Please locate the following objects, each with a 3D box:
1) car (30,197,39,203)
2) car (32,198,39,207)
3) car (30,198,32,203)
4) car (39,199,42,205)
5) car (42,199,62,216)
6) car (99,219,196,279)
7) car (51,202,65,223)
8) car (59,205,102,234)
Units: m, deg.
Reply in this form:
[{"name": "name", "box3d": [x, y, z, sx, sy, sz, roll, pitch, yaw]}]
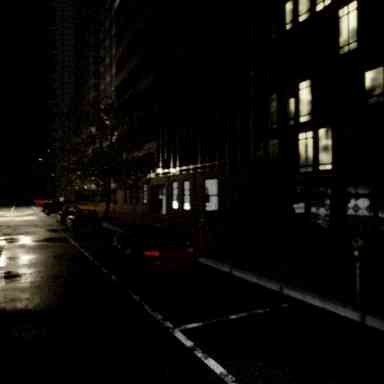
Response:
[{"name": "car", "box3d": [-40.715, 2.079, 85.841, 1.947, 1.339, 4.313, 0, 0, -27]}, {"name": "car", "box3d": [-27.595, 1.927, 60.585, 1.887, 1.381, 4.507, 0, 0, -27]}, {"name": "car", "box3d": [-35.467, 2.028, 75.739, 1.947, 1.339, 4.313, 0, 0, -27]}, {"name": "car", "box3d": [-17.099, 1.700, 40.379, 1.967, 1.590, 4.097, 0, 0, -27]}, {"name": "car", "box3d": [-14.475, 1.668, 35.328, 1.967, 1.590, 4.097, 0, 0, -27]}, {"name": "car", "box3d": [-1.353, 1.632, 10.070, 1.802, 1.307, 4.206, 0, 0, -27]}, {"name": "car", "box3d": [-9.225, 1.713, 25.224, 2.008, 1.369, 4.403, 0, 0, -27]}, {"name": "car", "box3d": [-6.601, 1.678, 20.173, 2.008, 1.369, 4.403, 0, 0, -27]}]
